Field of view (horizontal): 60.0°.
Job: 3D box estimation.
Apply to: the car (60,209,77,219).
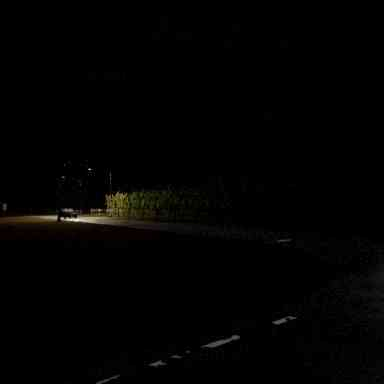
[{"bbox_3d":[-18.762,3.241,50.069,2.128,1.511,4.902,1,-3,-36],"label":"car"}]
